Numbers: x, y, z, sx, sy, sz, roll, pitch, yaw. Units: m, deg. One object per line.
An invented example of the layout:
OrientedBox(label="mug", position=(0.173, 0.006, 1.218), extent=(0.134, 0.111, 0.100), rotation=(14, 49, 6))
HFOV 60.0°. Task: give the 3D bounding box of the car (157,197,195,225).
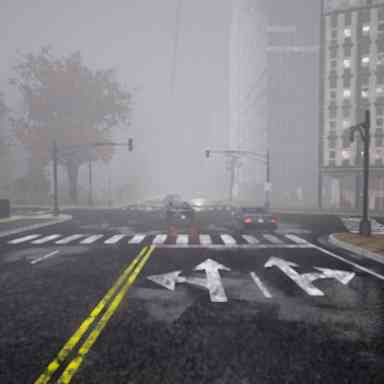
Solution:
OrientedBox(label="car", position=(-1.195, 1.325, 22.911), extent=(2.128, 1.511, 4.902), rotation=(0, 0, -15))

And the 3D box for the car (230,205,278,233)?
OrientedBox(label="car", position=(3.336, 1.456, 18.666), extent=(2.033, 1.411, 5.357), rotation=(1, 0, 0))

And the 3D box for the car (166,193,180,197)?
OrientedBox(label="car", position=(-3.408, 1.109, 53.455), extent=(1.882, 1.535, 5.008), rotation=(0, 0, 0))
